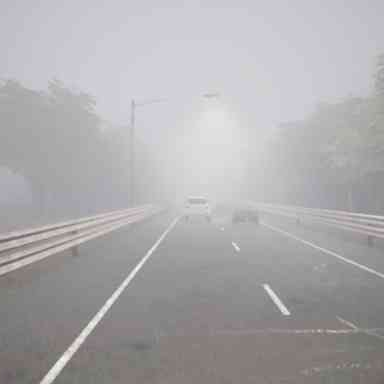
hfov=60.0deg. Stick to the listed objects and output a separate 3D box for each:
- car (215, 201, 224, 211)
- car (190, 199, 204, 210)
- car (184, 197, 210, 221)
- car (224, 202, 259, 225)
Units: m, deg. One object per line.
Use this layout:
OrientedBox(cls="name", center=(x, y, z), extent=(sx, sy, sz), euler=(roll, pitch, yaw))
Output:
OrientedBox(cls="car", center=(4.218, 1.984, 47.137), extent=(1.895, 1.301, 4.718), euler=(0, 0, 1))
OrientedBox(cls="car", center=(0.774, 1.891, 51.152), extent=(2.128, 1.511, 4.902), euler=(0, 0, 1))
OrientedBox(cls="car", center=(0.481, 1.448, 30.029), extent=(2.150, 2.045, 5.566), euler=(0, 0, 1))
OrientedBox(cls="car", center=(3.914, 1.702, 25.687), extent=(2.128, 1.511, 4.902), euler=(0, 0, 1))
